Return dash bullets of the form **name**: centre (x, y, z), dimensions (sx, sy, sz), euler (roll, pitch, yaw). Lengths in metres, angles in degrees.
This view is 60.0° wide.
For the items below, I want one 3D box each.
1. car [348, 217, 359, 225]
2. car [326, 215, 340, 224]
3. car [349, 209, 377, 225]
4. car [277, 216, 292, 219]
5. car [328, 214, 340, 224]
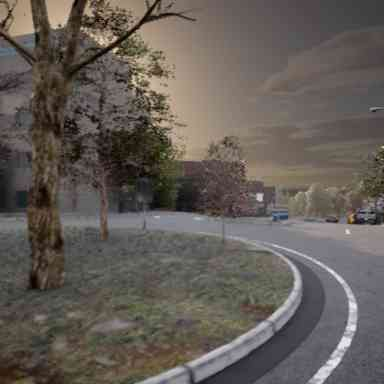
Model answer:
- **car**: centre (29.930, 5.398, 61.693), dimensions (1.812, 1.442, 4.674), euler (0, -5, 24)
- **car**: centre (22.751, 4.423, 53.549), dimensions (1.837, 1.490, 4.892), euler (0, -5, 25)
- **car**: centre (16.719, 2.435, 32.225), dimensions (2.128, 1.511, 4.902), euler (0, -5, 24)
- **car**: centre (23.758, 7.333, 89.991), dimensions (4.892, 1.521, 2.231), euler (1, -5, 4)
- **car**: centre (26.963, 5.201, 63.015), dimensions (2.097, 1.767, 4.553), euler (0, -5, 24)
